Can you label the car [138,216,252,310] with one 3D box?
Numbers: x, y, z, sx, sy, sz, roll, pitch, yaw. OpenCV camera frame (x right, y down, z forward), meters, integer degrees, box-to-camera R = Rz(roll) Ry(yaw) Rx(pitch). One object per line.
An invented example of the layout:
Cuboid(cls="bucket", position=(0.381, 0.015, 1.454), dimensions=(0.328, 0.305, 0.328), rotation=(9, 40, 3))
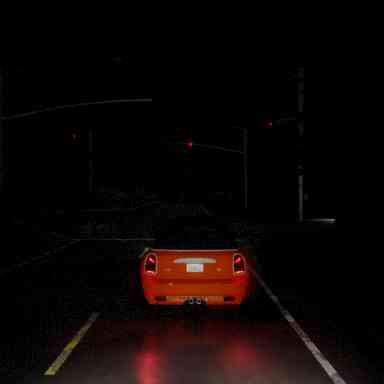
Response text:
Cuboid(cls="car", position=(0.058, 1.352, 7.985), dimensions=(2.097, 1.767, 4.553), rotation=(0, 0, 0))
